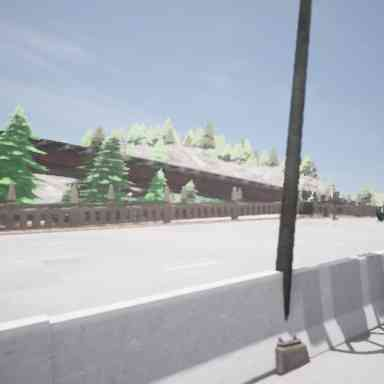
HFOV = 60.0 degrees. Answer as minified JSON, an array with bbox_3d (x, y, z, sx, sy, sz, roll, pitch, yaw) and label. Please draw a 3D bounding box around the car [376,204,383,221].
[{"bbox_3d":[19.020,1.667,30.238,5.566,2.045,2.150,3,-2,-35],"label":"car"}]
